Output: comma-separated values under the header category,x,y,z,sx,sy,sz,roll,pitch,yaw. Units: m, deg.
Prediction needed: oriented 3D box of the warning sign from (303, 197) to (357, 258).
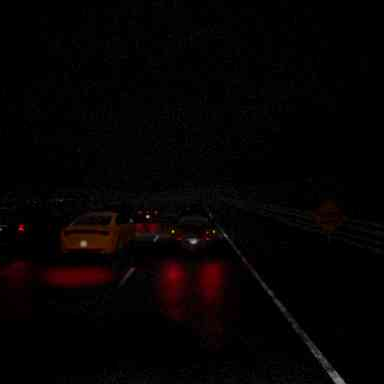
category,x,y,z,sx,sy,sz,roll,pitch,yaw
warning sign,4.582,1.136,11.141,1.300,1.860,1.060,2,2,0

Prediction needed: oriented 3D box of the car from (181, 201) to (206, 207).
category,x,y,z,sx,sy,sz,roll,pitch,yaw
car,0.122,1.534,29.545,1.837,1.490,4.892,0,0,1

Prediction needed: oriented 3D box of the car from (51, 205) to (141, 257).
category,x,y,z,sx,sy,sz,roll,pitch,yaw
car,-3.433,1.499,13.011,1.882,1.535,5.008,0,0,0

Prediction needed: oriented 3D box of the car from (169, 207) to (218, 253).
category,x,y,z,sx,sy,sz,roll,pitch,yaw
car,0.071,1.549,13.778,1.812,1.442,4.674,0,-1,0

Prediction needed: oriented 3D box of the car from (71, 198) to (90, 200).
category,x,y,z,sx,sy,sz,roll,pitch,yaw
car,-17.111,1.591,52.923,1.994,1.385,4.181,0,0,2

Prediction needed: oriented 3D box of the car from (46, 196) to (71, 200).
category,x,y,z,sx,sy,sz,roll,pitch,yaw
car,-20.624,1.377,52.558,2.097,1.767,4.553,0,0,2

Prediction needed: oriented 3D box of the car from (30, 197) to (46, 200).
category,x,y,z,sx,sy,sz,roll,pitch,yaw
car,-24.127,1.525,52.339,1.837,1.490,4.892,0,0,2

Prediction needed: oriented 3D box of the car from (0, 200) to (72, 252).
category,x,y,z,sx,sy,sz,roll,pitch,yaw
car,-6.929,1.374,14.093,2.097,1.767,4.553,0,0,0

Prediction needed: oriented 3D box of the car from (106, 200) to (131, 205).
category,x,y,z,sx,sy,sz,roll,pitch,yaw
car,-6.861,1.504,30.910,1.882,1.535,5.008,0,0,1

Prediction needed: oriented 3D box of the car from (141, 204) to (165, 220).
category,x,y,z,sx,sy,sz,roll,pitch,yaw
car,-3.398,1.628,28.086,1.895,1.301,4.718,0,0,1
